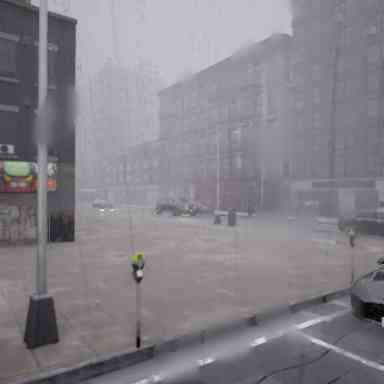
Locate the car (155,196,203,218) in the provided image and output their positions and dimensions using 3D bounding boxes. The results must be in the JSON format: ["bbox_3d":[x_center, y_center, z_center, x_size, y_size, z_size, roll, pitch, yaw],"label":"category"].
[{"bbox_3d":[-1.653,1.438,33.462,2.150,2.045,5.566,0,0,-35],"label":"car"}]

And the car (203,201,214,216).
[{"bbox_3d":[0.374,1.725,35.699,2.128,1.511,4.902,0,0,-36],"label":"car"}]

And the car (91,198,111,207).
[{"bbox_3d":[-16.203,1.799,58.940,1.882,1.535,5.008,0,0,-36],"label":"car"}]

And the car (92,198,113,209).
[{"bbox_3d":[-13.495,1.819,50.230,1.812,1.442,4.674,0,0,-35],"label":"car"}]

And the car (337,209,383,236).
[{"bbox_3d":[10.006,1.667,17.111,1.837,1.490,4.892,0,-1,-36],"label":"car"}]

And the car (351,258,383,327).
[{"bbox_3d":[4.761,1.624,6.213,4.313,1.339,1.947,1,0,-36],"label":"car"}]
